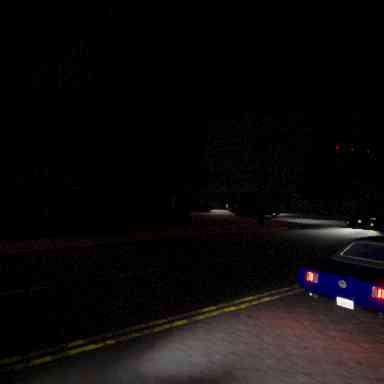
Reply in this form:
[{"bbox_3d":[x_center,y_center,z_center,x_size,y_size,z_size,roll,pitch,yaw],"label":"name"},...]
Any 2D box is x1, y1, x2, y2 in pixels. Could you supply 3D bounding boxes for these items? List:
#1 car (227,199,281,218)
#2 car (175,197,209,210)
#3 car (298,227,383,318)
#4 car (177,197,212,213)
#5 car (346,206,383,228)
[{"bbox_3d":[5.758,1.601,30.322,1.895,1.301,4.718,0,0,-36],"label":"car"},{"bbox_3d":[-0.102,1.491,44.505,2.128,1.511,4.902,0,0,-36],"label":"car"},{"bbox_3d":[4.427,1.601,6.925,4.718,1.301,1.895,0,0,-35],"label":"car"},{"bbox_3d":[0.229,1.478,38.024,1.882,1.535,5.008,0,0,-36],"label":"car"},{"bbox_3d":[11.521,1.564,20.895,4.181,1.385,1.994,0,0,-37],"label":"car"}]
